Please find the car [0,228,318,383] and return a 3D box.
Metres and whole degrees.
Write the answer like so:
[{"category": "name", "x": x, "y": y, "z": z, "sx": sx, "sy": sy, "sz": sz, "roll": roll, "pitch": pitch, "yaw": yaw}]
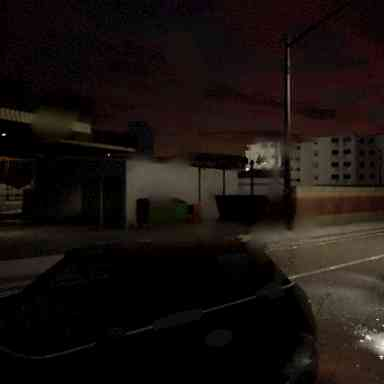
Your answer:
[{"category": "car", "x": -0.783, "y": 1.348, "z": 3.415, "sx": 4.553, "sy": 1.767, "sz": 2.097, "roll": 0, "pitch": 0, "yaw": -35}]
